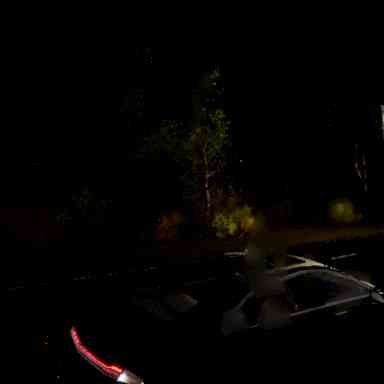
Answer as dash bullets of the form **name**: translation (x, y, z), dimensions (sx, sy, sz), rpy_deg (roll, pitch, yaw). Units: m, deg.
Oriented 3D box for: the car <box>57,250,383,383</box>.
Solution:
- **car**: translation (0.984, 1.501, 4.096), dimensions (4.902, 1.511, 2.128), rpy_deg (0, 0, -35)
